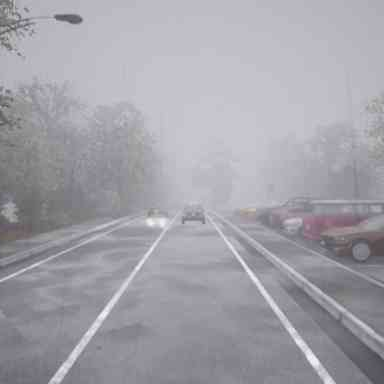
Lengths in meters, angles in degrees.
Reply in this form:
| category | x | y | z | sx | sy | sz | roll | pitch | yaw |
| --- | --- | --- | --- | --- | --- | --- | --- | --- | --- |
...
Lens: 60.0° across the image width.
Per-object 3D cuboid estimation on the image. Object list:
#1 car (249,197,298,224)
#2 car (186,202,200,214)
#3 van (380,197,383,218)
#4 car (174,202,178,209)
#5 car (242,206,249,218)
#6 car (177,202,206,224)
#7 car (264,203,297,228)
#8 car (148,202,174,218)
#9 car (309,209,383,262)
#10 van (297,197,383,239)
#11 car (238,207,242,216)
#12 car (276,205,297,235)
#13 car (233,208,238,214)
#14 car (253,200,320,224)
| category | x | y | z | sx | sy | sz | roll | pitch | yaw |
| --- | --- | --- | --- | --- | --- | --- | --- | --- | --- |
| car | 7.061 | 1.339 | 22.760 | 5.566 | 2.045 | 2.435 | 0 | 0 | 0 |
| car | 0.120 | 1.972 | 43.070 | 1.812 | 1.442 | 4.674 | 0 | -1 | 0 |
| van | 20.295 | 1.441 | 30.965 | 4.442 | 1.987 | 1.878 | 0 | -1 | 0 |
| car | -3.215 | 2.967 | 75.080 | 2.097 | 1.767 | 4.553 | 0 | -2 | 0 |
| car | 7.101 | 1.635 | 28.307 | 5.008 | 1.535 | 2.097 | 0 | 0 | 0 |
| car | 0.111 | 1.697 | 26.479 | 2.033 | 1.411 | 5.357 | 0 | -1 | 0 |
| car | 7.116 | 1.602 | 19.982 | 4.792 | 1.488 | 2.163 | 0 | 0 | 0 |
| car | -3.331 | 1.741 | 33.688 | 2.128 | 1.511 | 4.902 | 0 | -1 | 0 |
| car | 7.083 | 1.519 | 11.654 | 5.008 | 1.535 | 2.097 | 0 | 0 | 0 |
| van | 7.197 | 1.311 | 14.432 | 4.442 | 1.987 | 1.878 | 0 | 0 | 0 |
| car | 7.103 | 1.670 | 31.079 | 4.892 | 1.521 | 2.231 | 0 | -1 | 0 |
| car | 7.086 | 1.595 | 17.206 | 4.674 | 1.452 | 2.002 | 0 | 0 | 0 |
| car | 6.915 | 1.707 | 33.847 | 5.366 | 1.575 | 1.946 | 0 | -1 | 0 |
| car | 7.123 | 1.485 | 25.531 | 4.553 | 1.767 | 2.185 | 0 | 0 | 0 |
